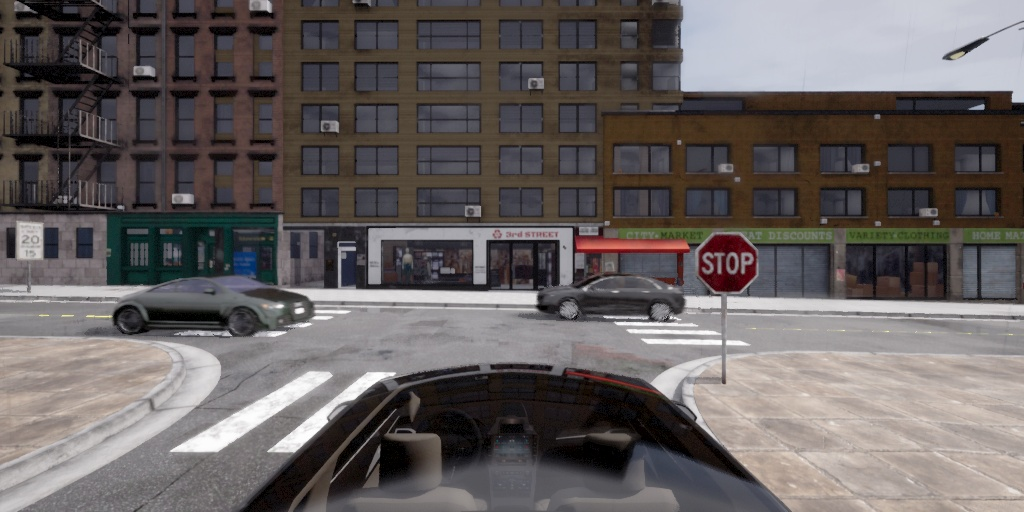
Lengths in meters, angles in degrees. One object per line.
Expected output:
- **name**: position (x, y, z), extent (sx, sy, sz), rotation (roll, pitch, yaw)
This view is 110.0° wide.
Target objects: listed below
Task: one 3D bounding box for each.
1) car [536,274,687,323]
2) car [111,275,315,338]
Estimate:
- **car**: position (3.278, 1.347, 12.184), extent (4.892, 1.490, 1.837), rotation (1, 0, 0)
- **car**: position (-7.483, 1.204, 9.271), extent (4.181, 1.385, 1.994), rotation (1, 0, 0)
